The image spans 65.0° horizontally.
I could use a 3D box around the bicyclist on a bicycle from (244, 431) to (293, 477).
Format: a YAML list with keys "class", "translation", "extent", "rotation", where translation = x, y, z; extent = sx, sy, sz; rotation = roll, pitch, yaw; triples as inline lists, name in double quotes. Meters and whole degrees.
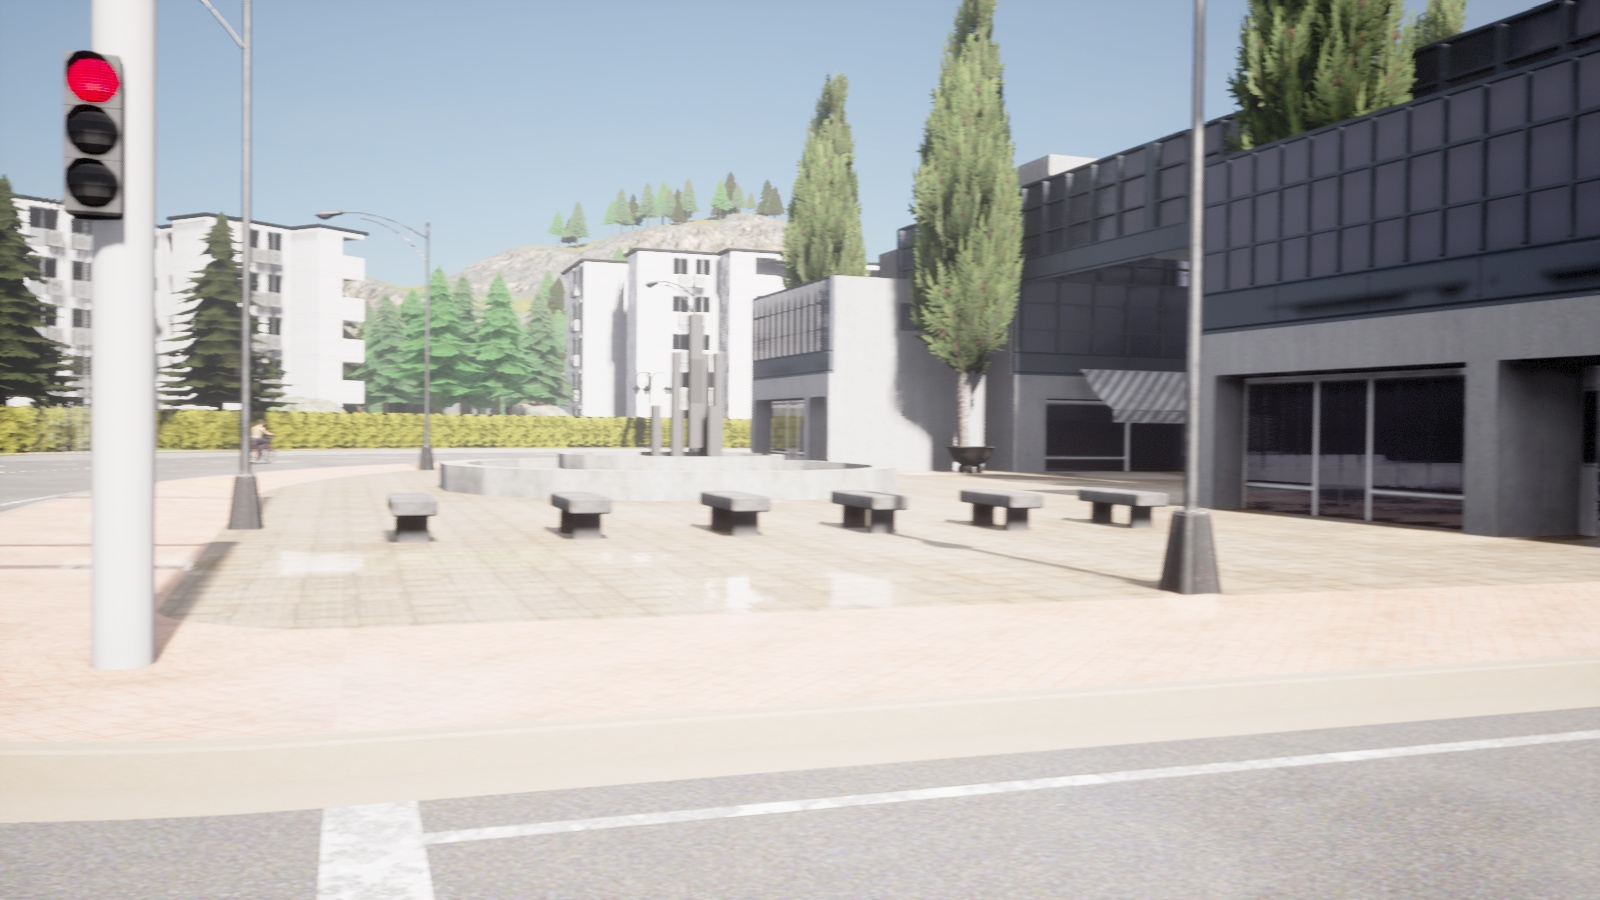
- class: "bicyclist on a bicycle"
  translation: [-19.154, 0.120, 45.317]
  extent: [0.866, 1.612, 1.509]
  rotation: [0, 1, 16]
